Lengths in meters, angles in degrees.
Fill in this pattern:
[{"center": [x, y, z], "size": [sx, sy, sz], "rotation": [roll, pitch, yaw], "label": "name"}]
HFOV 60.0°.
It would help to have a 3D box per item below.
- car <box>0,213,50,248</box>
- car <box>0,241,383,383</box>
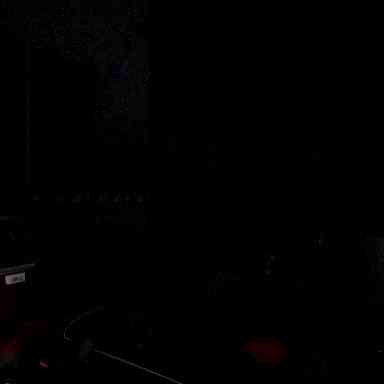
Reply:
[{"center": [-4.455, 1.315, 6.126], "size": [5.009, 1.841, 2.192], "rotation": [0, 0, 35], "label": "car"}, {"center": [-0.023, 1.440, 2.976], "size": [4.097, 1.590, 1.967], "rotation": [0, 0, 35], "label": "car"}]
